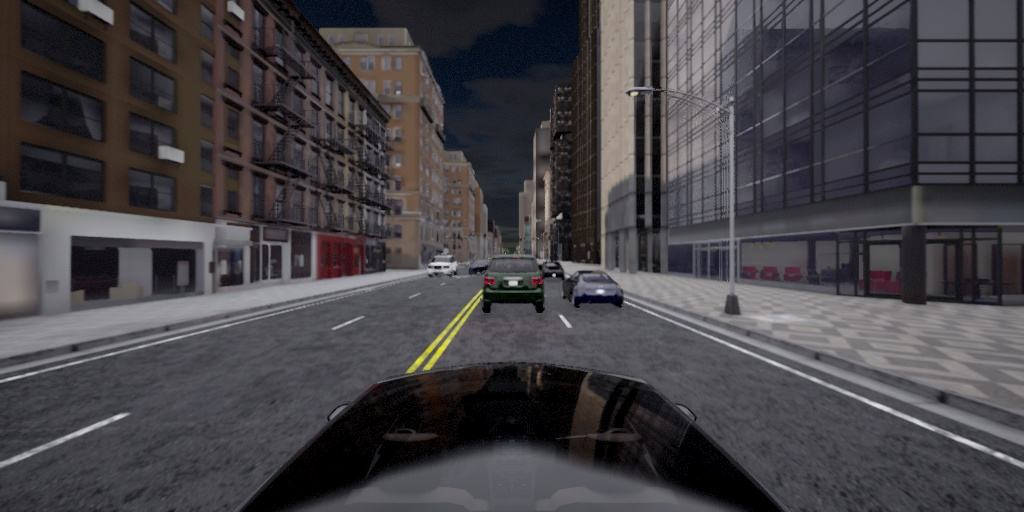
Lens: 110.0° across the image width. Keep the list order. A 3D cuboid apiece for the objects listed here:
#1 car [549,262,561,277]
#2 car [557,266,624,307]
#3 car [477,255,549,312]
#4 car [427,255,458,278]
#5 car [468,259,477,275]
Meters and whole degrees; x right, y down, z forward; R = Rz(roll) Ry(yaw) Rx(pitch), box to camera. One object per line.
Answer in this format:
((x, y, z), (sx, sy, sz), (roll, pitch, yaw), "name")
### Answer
((3.320, 1.234, 30.521), (1.837, 1.490, 4.892), (0, 1, 0), "car")
((3.318, 1.301, 15.412), (1.994, 1.385, 4.181), (0, 0, 0), "car")
((0.062, 0.962, 14.323), (2.150, 2.045, 5.566), (0, 0, 0), "car")
((-6.601, 0.943, 34.598), (2.150, 2.045, 5.566), (0, 1, 0), "car")
((-3.349, 1.075, 37.770), (2.097, 1.767, 4.553), (0, 0, 0), "car")
